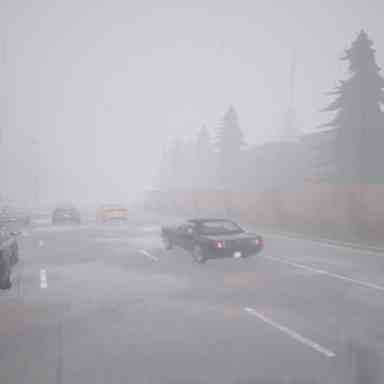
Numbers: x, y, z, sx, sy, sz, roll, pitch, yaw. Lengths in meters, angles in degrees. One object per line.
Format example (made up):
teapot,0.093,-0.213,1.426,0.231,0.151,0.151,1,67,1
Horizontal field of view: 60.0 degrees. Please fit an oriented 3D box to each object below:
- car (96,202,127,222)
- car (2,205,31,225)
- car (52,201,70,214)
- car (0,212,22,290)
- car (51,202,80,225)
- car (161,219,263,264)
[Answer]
car,-6.755,1.605,27.577,1.882,1.535,5.008,-1,0,-25
car,-13.552,1.732,25.610,1.812,1.442,4.674,-1,0,-25
car,-15.676,1.858,40.018,1.895,1.301,4.718,-1,0,-19
car,-5.796,1.561,8.884,1.882,1.535,5.008,-1,0,-25
car,-10.008,1.729,26.277,1.994,1.385,4.181,-1,0,-24
car,0.436,1.613,12.089,1.895,1.301,4.718,-1,0,-25
